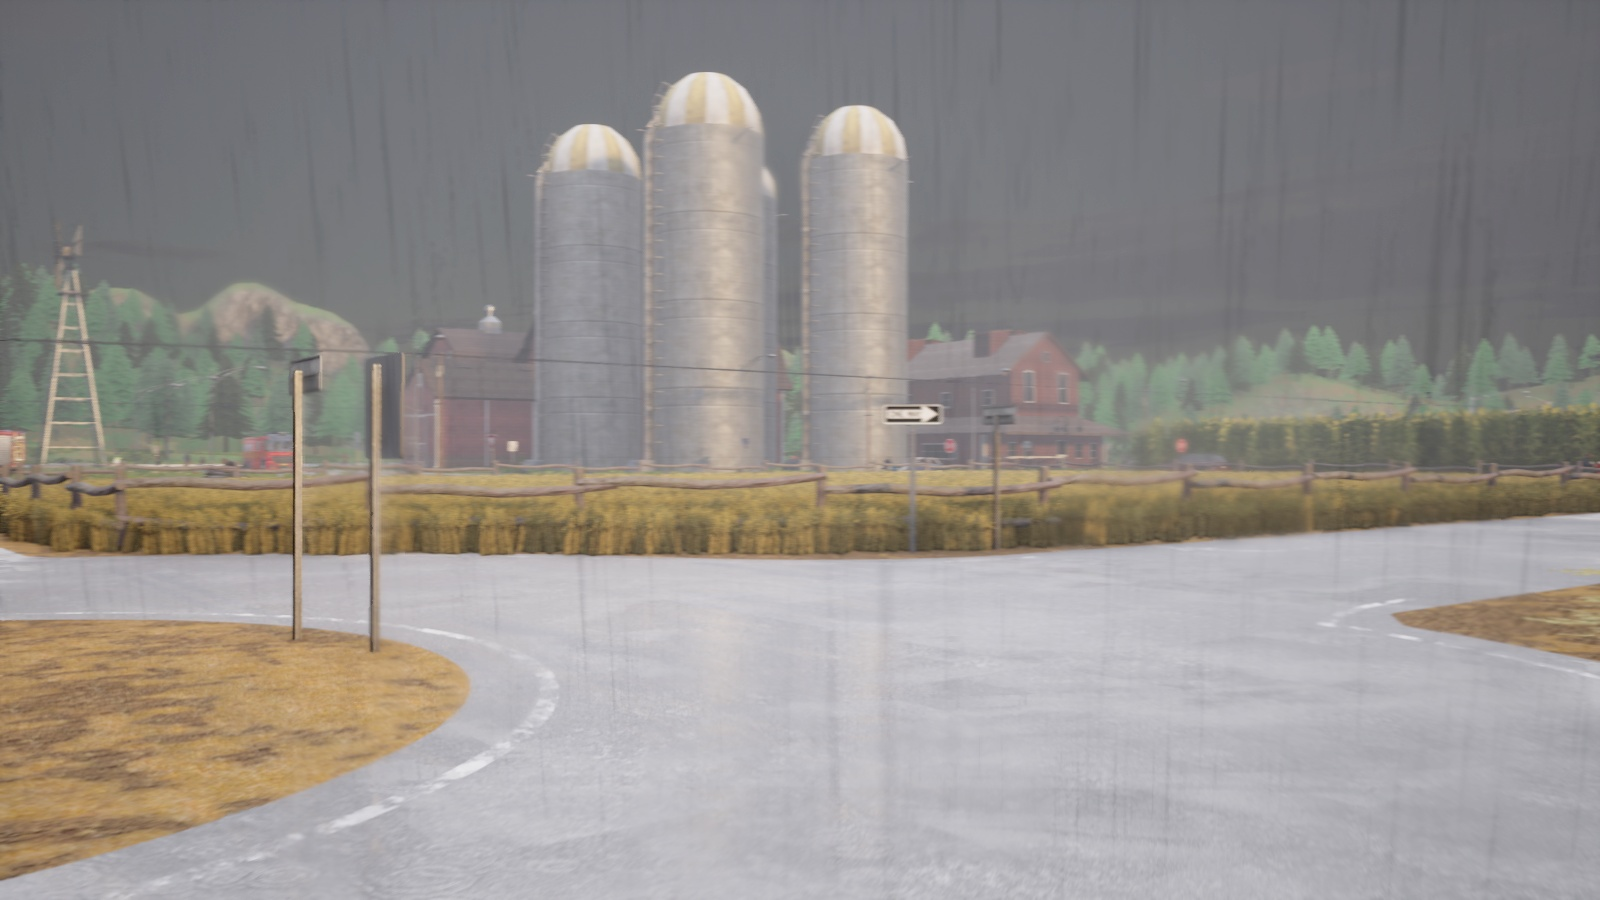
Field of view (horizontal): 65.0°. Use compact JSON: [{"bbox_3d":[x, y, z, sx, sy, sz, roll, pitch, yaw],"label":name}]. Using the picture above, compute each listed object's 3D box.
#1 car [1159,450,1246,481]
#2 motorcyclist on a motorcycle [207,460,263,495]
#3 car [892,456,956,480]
[{"bbox_3d":[23.811,0.924,74.396,2.097,1.767,4.553,0,0,-36],"label":"car"},{"bbox_3d":[-25.469,1.230,56.606,2.191,1.530,0.866,0,0,-37],"label":"motorcyclist on a motorcycle"},{"bbox_3d":[8.022,1.146,81.340,3.806,1.475,1.970,0,0,-36],"label":"car"}]
